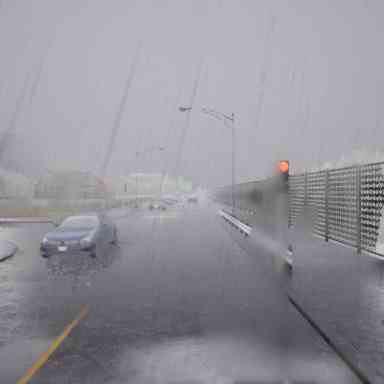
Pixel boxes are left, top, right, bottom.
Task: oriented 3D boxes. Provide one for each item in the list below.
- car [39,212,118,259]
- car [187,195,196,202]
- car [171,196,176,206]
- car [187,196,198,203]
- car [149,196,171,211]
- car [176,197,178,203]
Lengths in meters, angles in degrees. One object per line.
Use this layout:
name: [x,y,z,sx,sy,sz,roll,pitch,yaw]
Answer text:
car: [-4.092,1.526,12.807,1.812,1.442,4.674,0,0,0]
car: [-0.022,1.540,77.431,2.033,1.411,5.357,0,0,0]
car: [-4.103,1.564,52.535,1.994,1.385,4.181,0,0,0]
car: [0.086,1.477,67.088,1.882,1.535,5.008,0,0,0]
car: [-4.108,1.491,40.679,2.128,1.511,4.902,0,0,0]
car: [-4.017,1.477,69.358,1.882,1.535,5.008,0,0,0]
